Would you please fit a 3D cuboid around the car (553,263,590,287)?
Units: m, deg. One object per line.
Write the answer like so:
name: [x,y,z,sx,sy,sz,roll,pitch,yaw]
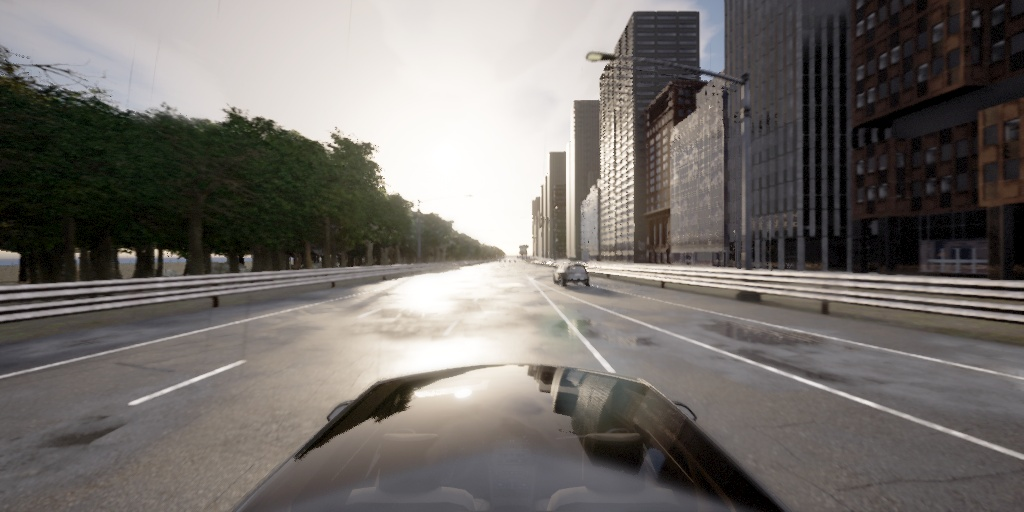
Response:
car: [4.244,1.326,26.117,2.033,1.649,4.856,-1,0,-4]
